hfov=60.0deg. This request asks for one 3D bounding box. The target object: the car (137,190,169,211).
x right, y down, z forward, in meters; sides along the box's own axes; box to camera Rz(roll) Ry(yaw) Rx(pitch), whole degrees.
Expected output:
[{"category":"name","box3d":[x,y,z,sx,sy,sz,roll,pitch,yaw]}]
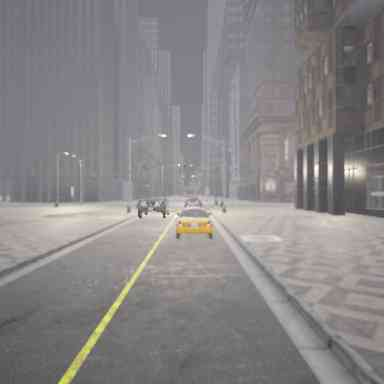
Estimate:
[{"category":"car","box3d":[-2.982,0.831,26.684,2.150,2.045,5.566,0,0,0]}]

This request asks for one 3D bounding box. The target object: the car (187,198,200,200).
[{"category":"car","box3d":[0.124,1.380,34.744,2.033,1.649,4.856,0,-1,0]}]

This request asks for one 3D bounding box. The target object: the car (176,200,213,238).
[{"category":"car","box3d":[0.112,1.419,17.408,1.801,1.575,5.366,0,0,0]}]
